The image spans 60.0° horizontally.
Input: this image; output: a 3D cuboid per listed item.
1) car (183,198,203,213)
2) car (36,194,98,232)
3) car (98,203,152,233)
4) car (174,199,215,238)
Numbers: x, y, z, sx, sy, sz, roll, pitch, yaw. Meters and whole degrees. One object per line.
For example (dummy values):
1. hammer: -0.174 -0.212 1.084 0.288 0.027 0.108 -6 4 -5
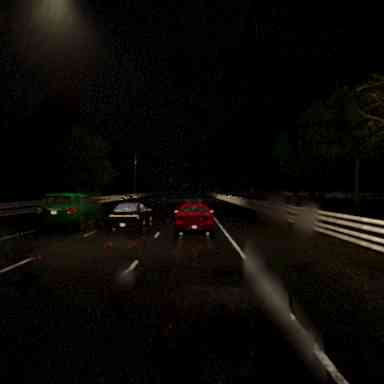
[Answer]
1. car: 0.117 1.375 34.381 1.895 1.301 4.718 0 0 0
2. car: -6.890 1.097 19.269 2.150 2.045 5.566 0 0 0
3. car: -3.391 1.371 18.667 2.128 1.511 4.902 0 0 0
4. car: 0.108 1.368 17.052 1.882 1.535 5.008 0 0 0
